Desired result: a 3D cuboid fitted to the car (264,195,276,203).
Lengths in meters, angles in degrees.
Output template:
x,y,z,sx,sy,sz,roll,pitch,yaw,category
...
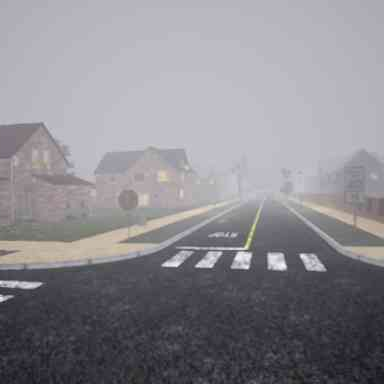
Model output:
x,y,z,sx,sy,sz,roll,pitch,yaw,category
13.373,1.199,56.785,2.033,1.411,5.357,-1,0,13,car
